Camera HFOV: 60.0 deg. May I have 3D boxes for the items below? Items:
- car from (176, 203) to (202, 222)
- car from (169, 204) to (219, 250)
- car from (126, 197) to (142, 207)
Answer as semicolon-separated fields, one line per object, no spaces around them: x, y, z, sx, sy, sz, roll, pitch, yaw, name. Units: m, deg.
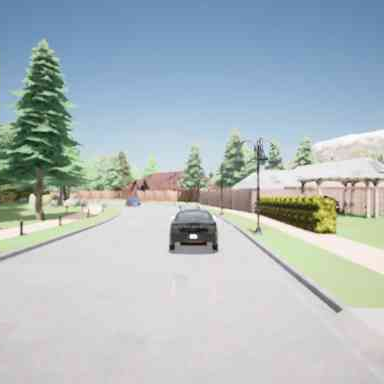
-0.354;1.607;27.387;1.895;1.301;4.718;0;0;-4;car
0.071;1.481;14.359;1.882;1.535;5.008;0;-1;0;car
-9.010;1.536;51.137;1.812;1.442;4.674;0;0;-19;car
